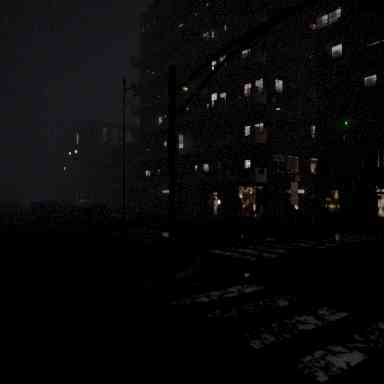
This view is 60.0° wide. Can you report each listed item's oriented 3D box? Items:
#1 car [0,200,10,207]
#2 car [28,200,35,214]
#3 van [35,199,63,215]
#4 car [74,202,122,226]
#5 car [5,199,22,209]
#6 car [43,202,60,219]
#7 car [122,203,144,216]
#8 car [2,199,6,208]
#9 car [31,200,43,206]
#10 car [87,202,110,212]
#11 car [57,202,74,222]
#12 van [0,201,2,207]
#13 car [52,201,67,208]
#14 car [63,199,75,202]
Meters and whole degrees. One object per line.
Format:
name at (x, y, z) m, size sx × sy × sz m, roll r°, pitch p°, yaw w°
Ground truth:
car at (-42.693, 2.666, 75.688) m, size 1.752 × 1.417 × 4.829 m, roll -1°, pitch 0°, yaw -35°
car at (-20.353, 2.073, 44.329) m, size 1.967 × 1.590 × 4.097 m, roll -1°, pitch 0°, yaw -35°
van at (-17.149, 1.900, 39.830) m, size 1.690 × 1.788 × 3.998 m, roll -1°, pitch 0°, yaw -35°
car at (-7.530, 1.776, 26.330) m, size 1.967 × 1.590 × 4.097 m, roll -1°, pitch 0°, yaw -35°
car at (-33.176, 2.365, 62.328) m, size 1.967 × 1.590 × 4.097 m, roll -1°, pitch 0°, yaw -35°
car at (-13.939, 2.036, 35.329) m, size 2.008 × 1.369 × 4.403 m, roll -1°, pitch 0°, yaw -35°
car at (-7.423, 2.006, 39.764) m, size 1.752 × 1.417 × 4.829 m, roll -1°, pitch 0°, yaw -35°
car at (-36.380, 2.542, 66.828) m, size 1.887 × 1.381 × 4.507 m, roll -1°, pitch 0°, yaw -35°
car at (-39.361, 2.773, 84.593) m, size 1.947 × 1.339 × 4.313 m, roll -1°, pitch 0°, yaw -35°
car at (-13.731, 2.191, 48.619) m, size 1.947 × 1.339 × 4.313 m, roll -1°, pitch 0°, yaw -35°
car at (-10.636, 1.934, 30.691) m, size 1.752 × 1.417 × 4.829 m, roll -1°, pitch 0°, yaw -35°
van at (-39.589, 2.411, 71.328) m, size 1.690 × 1.788 × 3.998 m, roll -1°, pitch 0°, yaw -35°
car at (-26.547, 2.462, 66.606) m, size 1.887 × 1.381 × 4.507 m, roll -1°, pitch 0°, yaw -35°
car at (-23.347, 2.160, 62.109) m, size 2.192 × 1.841 × 5.009 m, roll -1°, pitch 0°, yaw -35°
